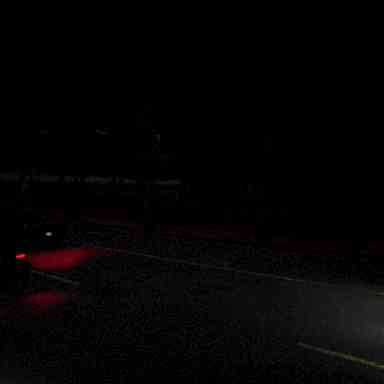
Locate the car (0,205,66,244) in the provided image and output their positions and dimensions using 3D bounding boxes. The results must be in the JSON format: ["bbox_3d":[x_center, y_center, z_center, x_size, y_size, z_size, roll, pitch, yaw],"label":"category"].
[{"bbox_3d":[-7.151,1.255,13.391,5.008,1.535,1.882,3,2,35],"label":"car"}]

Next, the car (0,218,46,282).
[{"bbox_3d":[-6.215,1.444,8.428,5.357,1.411,2.033,2,1,35],"label":"car"}]
